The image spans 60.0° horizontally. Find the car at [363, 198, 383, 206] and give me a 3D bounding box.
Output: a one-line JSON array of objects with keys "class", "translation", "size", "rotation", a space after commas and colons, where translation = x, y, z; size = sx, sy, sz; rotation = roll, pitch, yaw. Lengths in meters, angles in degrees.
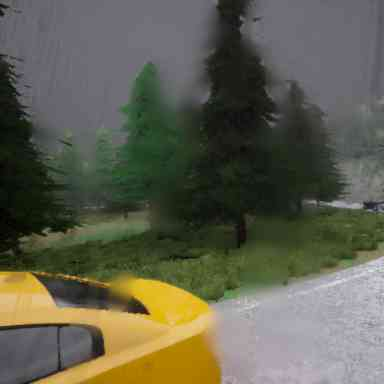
[{"class": "car", "translation": [21.144, 1.420, 37.890], "size": [2.128, 1.511, 4.902], "rotation": [-3, -1, 9]}]

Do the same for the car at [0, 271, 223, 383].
[{"class": "car", "translation": [-2.041, 1.414, 2.139], "size": [5.008, 1.535, 1.882], "rotation": [-1, 2, -37]}]
